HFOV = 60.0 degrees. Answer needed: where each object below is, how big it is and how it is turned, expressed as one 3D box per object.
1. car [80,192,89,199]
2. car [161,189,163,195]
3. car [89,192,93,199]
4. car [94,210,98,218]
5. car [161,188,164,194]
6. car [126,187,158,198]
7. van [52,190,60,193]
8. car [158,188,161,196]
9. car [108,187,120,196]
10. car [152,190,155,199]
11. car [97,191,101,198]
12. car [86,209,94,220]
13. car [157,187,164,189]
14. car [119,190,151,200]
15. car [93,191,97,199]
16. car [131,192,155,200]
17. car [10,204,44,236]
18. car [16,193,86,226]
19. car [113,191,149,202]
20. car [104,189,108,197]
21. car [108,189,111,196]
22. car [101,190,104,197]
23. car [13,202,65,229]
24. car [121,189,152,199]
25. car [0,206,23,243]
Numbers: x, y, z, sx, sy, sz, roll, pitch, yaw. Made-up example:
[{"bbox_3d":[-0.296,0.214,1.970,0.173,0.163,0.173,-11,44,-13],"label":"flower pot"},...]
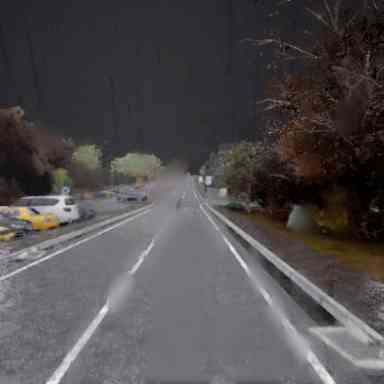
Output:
[{"bbox_3d":[-23.507,0.889,65.251,4.792,1.488,2.163,0,0,0],"label":"car"},{"bbox_3d":[-10.336,0.584,82.017,4.792,1.488,2.163,0,2,0],"label":"car"},{"bbox_3d":[-23.658,0.830,68.043,5.366,1.575,1.946,0,1,0],"label":"car"},{"bbox_3d":[-10.155,1.588,27.125,4.792,1.488,2.163,0,0,0],"label":"car"},{"bbox_3d":[-10.389,0.499,84.803,4.792,1.488,2.163,0,2,0],"label":"car"},{"bbox_3d":[-10.421,0.586,68.078,5.566,2.045,2.435,0,1,0],"label":"car"},{"bbox_3d":[-23.368,0.670,56.879,4.442,1.987,1.878,1,0,0],"label":"van"},{"bbox_3d":[-10.340,0.505,79.226,4.553,1.767,2.185,0,1,0],"label":"car"},{"bbox_3d":[-23.244,0.274,90.220,5.366,1.575,1.946,0,2,0],"label":"car"},{"bbox_3d":[-10.393,0.864,65.287,5.008,1.535,2.097,0,1,0],"label":"car"},{"bbox_3d":[-23.433,0.784,73.494,4.792,1.488,2.163,0,1,0],"label":"car"},{"bbox_3d":[-10.193,1.547,24.349,5.008,1.535,2.097,0,0,0],"label":"car"},{"bbox_3d":[-10.385,0.252,87.584,4.553,1.767,2.185,0,2,0],"label":"car"},{"bbox_3d":[-10.438,0.919,59.722,4.792,1.488,2.163,0,0,0],"label":"car"},{"bbox_3d":[-23.653,0.795,70.838,5.366,1.575,1.946,0,1,0],"label":"car"},{"bbox_3d":[-10.381,0.803,70.870,4.892,1.521,2.231,0,1,0],"label":"car"},{"bbox_3d":[-10.203,1.513,16.020,4.892,1.521,2.231,0,0,0],"label":"car"},{"bbox_3d":[-10.219,1.284,21.574,5.566,2.045,2.435,0,0,0],"label":"car"},{"bbox_3d":[-10.385,0.928,56.938,4.792,1.488,2.163,0,0,0],"label":"car"},{"bbox_3d":[-23.446,0.630,79.073,5.008,1.535,2.097,0,1,0],"label":"car"},{"bbox_3d":[-23.439,0.552,81.990,4.892,1.521,2.231,0,1,0],"label":"car"},{"bbox_3d":[-23.451,0.696,76.284,5.008,1.535,2.097,0,1,0],"label":"car"},{"bbox_3d":[-10.379,1.521,18.797,5.366,1.575,1.946,0,0,0],"label":"car"},{"bbox_3d":[-10.435,0.755,62.507,4.553,1.767,2.185,0,0,0],"label":"car"},{"bbox_3d":[-10.015,1.497,13.244,5.366,1.575,1.946,0,0,0],"label":"car"}]
